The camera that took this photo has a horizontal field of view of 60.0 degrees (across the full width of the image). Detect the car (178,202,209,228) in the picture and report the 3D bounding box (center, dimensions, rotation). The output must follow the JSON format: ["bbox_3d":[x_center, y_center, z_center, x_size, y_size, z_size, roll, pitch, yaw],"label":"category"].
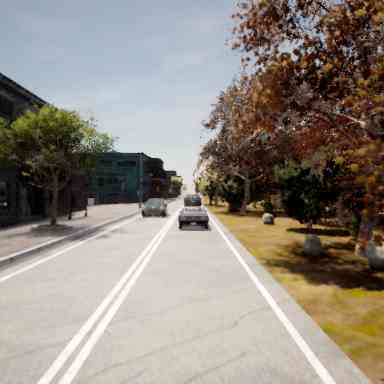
[{"bbox_3d":[0.094,1.605,22.147,1.895,1.301,4.718,0,0,0],"label":"car"}]

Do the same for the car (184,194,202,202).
[{"bbox_3d":[0.109,1.307,42.751,2.150,2.045,5.566,0,0,0],"label":"car"}]

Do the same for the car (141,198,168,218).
[{"bbox_3d":[-3.349,1.365,30.643,2.097,1.767,4.553,0,0,0],"label":"car"}]
